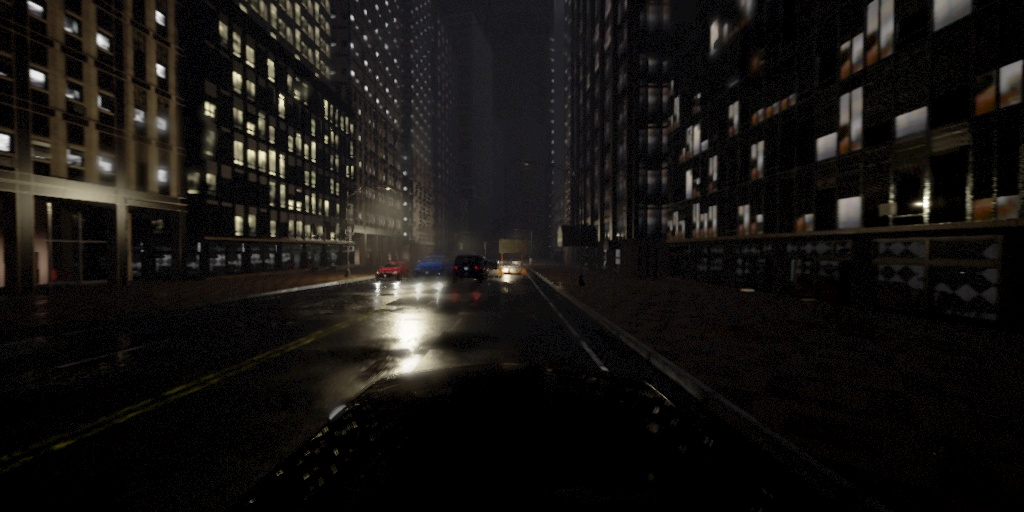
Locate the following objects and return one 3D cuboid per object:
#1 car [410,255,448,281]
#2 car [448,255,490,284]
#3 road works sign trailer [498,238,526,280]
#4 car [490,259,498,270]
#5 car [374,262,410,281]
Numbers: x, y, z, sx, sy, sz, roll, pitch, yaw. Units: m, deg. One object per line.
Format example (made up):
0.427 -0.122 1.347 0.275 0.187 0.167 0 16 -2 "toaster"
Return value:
-6.584 0.957 30.533 2.150 2.045 5.566 0 0 0 "car"
-3.140 0.954 27.202 2.150 2.045 5.566 0 0 0 "car"
0.017 0.196 31.342 2.380 3.560 2.880 0 0 1 "road works sign trailer"
-3.131 1.210 53.379 2.128 1.511 4.902 0 0 0 "car"
-9.833 1.258 30.100 1.812 1.442 4.674 0 0 0 "car"
